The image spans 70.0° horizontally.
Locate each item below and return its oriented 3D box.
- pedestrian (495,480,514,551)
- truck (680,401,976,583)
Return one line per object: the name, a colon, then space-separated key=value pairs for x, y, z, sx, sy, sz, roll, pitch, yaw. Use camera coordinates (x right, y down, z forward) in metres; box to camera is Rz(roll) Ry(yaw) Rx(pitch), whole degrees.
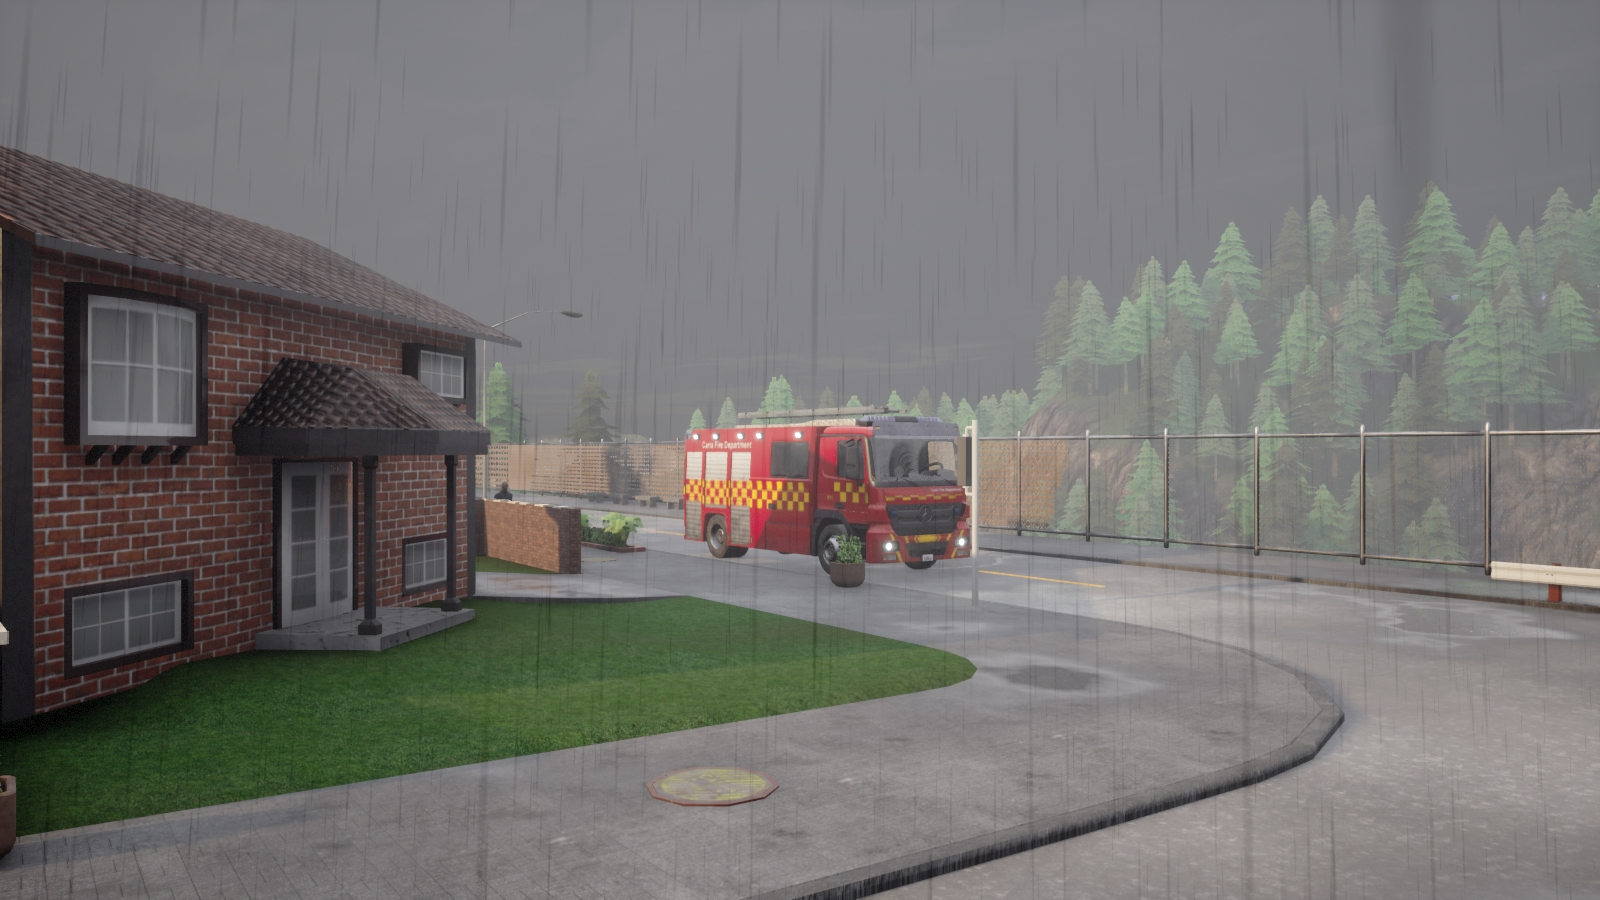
pedestrian: x=-7.913 y=1.745 z=30.570 sx=0.375 sy=1.860 sz=0.375 roll=0 pitch=0 yaw=-36
truck: x=0.353 y=0.890 z=28.322 sx=2.891 sy=3.827 sz=8.468 roll=0 pitch=0 yaw=-35
